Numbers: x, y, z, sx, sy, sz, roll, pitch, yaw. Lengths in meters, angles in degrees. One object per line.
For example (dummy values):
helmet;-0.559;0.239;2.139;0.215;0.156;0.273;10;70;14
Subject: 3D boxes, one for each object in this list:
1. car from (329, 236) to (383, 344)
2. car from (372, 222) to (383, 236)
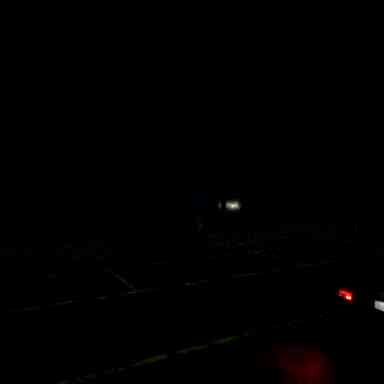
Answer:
car;4.704;1.553;5.581;5.357;1.411;2.033;0;0;-29
car;10.236;1.580;15.336;4.313;1.339;1.947;0;0;-29
